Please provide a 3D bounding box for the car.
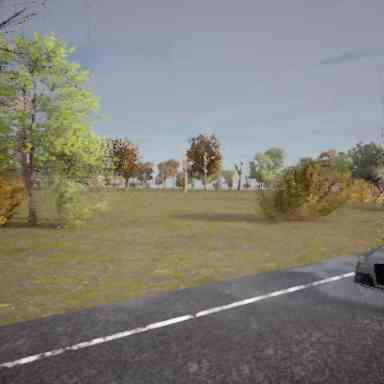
[{"bbox_3d":[5.665,1.540,7.761,4.181,1.385,1.994,0,0,-35],"label":"car"}]
